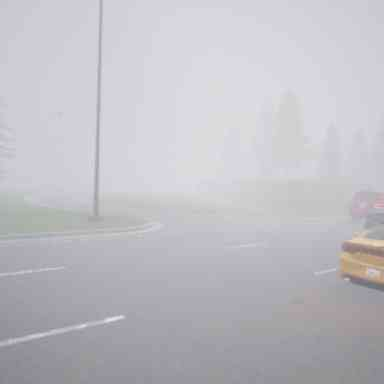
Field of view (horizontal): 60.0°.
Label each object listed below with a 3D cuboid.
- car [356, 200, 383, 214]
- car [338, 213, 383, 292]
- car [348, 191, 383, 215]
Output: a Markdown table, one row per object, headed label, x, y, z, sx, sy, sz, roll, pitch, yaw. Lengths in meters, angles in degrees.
| label | x | y | z | sx | sy | sz | roll | pitch | yaw |
| --- | --- | --- | --- | --- | --- | --- | --- | --- | --- |
| car | 9.880 | 1.320 | 15.239 | 5.008 | 1.535 | 1.882 | 1 | 2 | -36 |
| car | 5.477 | 1.403 | 7.791 | 5.008 | 1.535 | 1.882 | 1 | 2 | -36 |
| car | 12.249 | 0.959 | 21.216 | 5.566 | 2.045 | 2.150 | 0 | 2 | -36 |
